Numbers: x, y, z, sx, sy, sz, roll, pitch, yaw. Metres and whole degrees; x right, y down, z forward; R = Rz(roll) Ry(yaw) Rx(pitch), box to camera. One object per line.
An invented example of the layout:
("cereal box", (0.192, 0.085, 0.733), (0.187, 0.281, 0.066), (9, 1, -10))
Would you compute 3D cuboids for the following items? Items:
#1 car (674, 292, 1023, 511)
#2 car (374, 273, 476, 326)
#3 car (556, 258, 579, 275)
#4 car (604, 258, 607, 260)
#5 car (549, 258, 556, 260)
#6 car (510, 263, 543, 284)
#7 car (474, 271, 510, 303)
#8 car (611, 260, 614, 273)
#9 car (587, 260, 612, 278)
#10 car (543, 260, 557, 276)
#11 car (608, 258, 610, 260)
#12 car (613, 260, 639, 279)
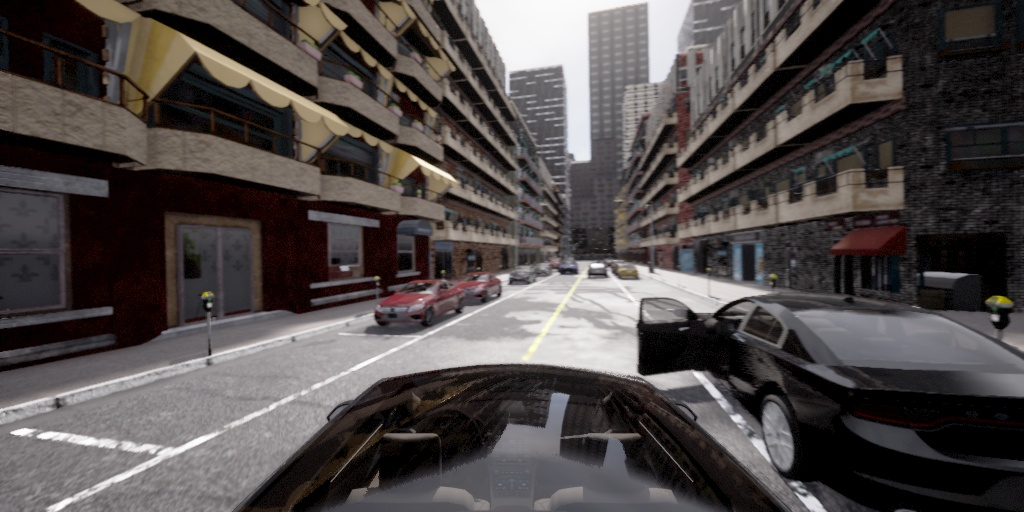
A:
("car", (3.615, 1.179, 4.431), (1.882, 1.535, 5.008), (-1, 0, 13))
("car", (-2.867, 1.441, 12.083), (1.802, 1.307, 4.207), (0, 0, 13))
("car", (6.591, 1.209, 41.266), (2.097, 1.767, 4.553), (-1, 0, 14))
("car", (10.888, 1.317, 46.080), (1.837, 1.490, 4.892), (-1, 0, 13))
("car", (5.957, 1.236, 50.292), (2.192, 1.841, 5.009), (0, 0, 13))
("car", (0.916, 1.436, 28.459), (2.007, 1.370, 4.403), (0, 0, 13))
("car", (-1.606, 1.450, 17.542), (1.802, 1.307, 4.207), (0, 0, 13))
("car", (11.594, 1.314, 37.462), (1.948, 1.339, 4.313), (0, 0, 13))
("car", (8.326, 1.356, 34.930), (1.994, 1.385, 4.181), (-1, 0, 13))
("car", (3.436, 1.454, 39.375), (2.007, 1.370, 4.403), (0, 0, 13))
("car", (12.855, 1.197, 42.921), (1.967, 1.591, 4.097), (0, 0, 13))
("car", (10.372, 1.265, 32.169), (1.751, 1.417, 4.829), (0, 0, 13))
